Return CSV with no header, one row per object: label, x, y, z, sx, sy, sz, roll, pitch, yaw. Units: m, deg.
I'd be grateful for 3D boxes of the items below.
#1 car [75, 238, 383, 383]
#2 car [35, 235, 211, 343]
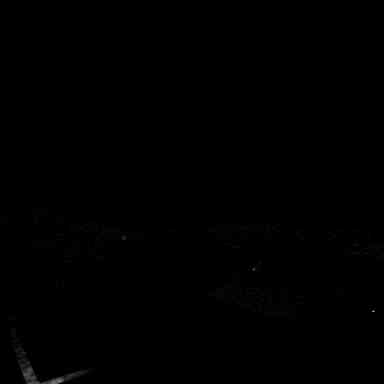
car,1.335,1.472,4.332,5.008,1.535,1.882,0,0,-36
car,-0.549,1.561,6.258,4.313,1.339,1.947,0,0,-36
